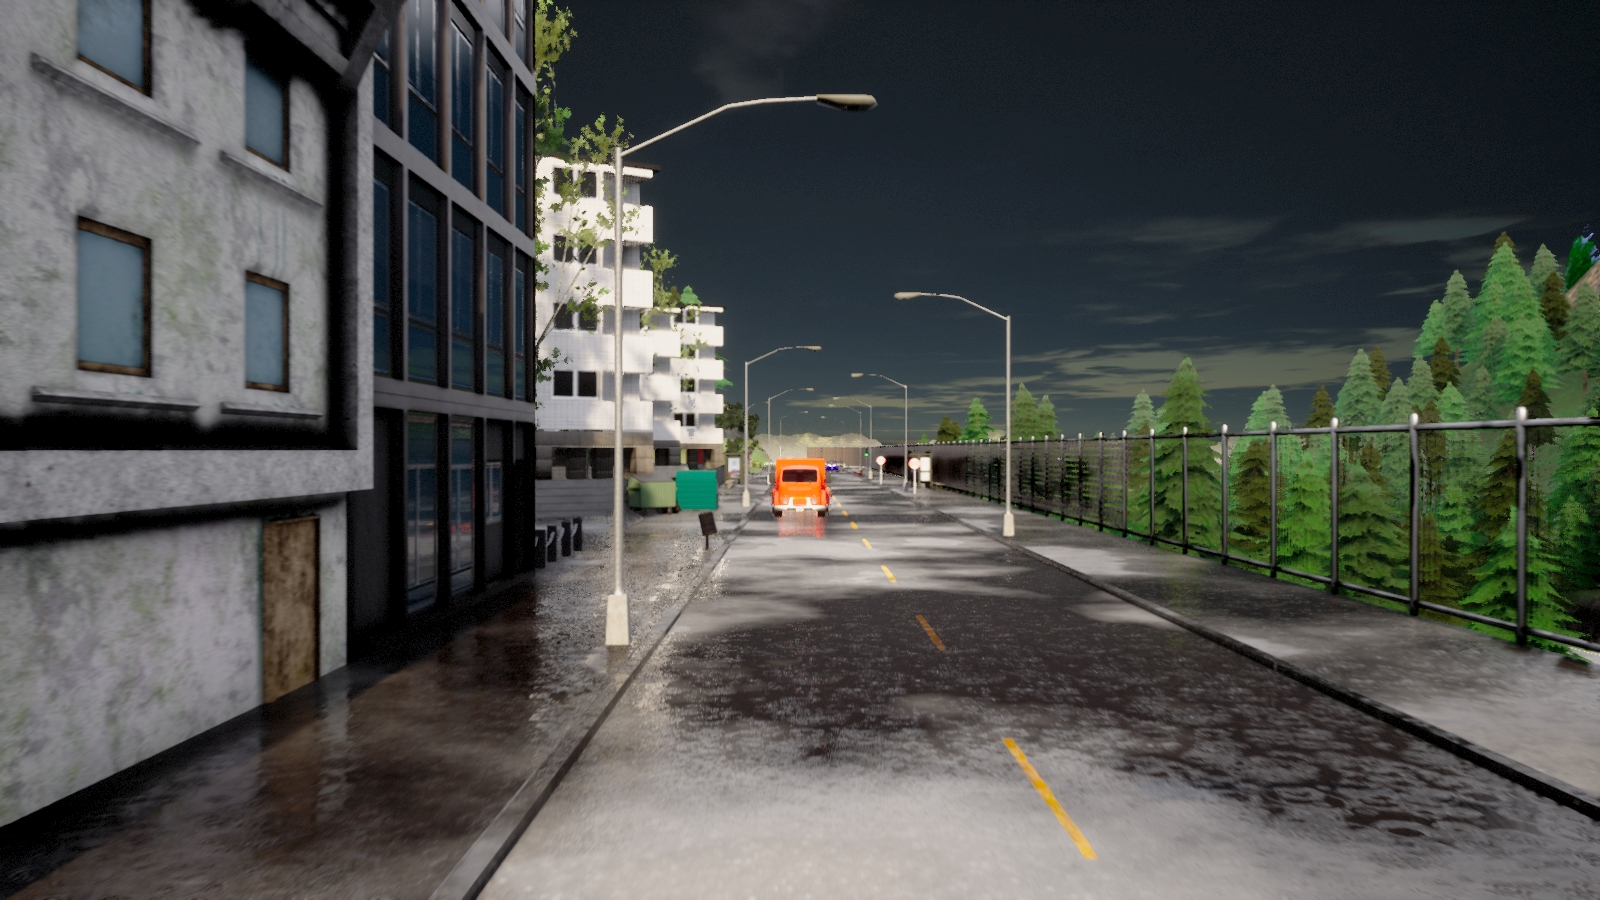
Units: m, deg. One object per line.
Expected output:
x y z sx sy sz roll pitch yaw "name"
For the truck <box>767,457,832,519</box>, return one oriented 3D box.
0.024 1.568 48.866 2.627 2.467 5.204 0 0 1 "truck"
